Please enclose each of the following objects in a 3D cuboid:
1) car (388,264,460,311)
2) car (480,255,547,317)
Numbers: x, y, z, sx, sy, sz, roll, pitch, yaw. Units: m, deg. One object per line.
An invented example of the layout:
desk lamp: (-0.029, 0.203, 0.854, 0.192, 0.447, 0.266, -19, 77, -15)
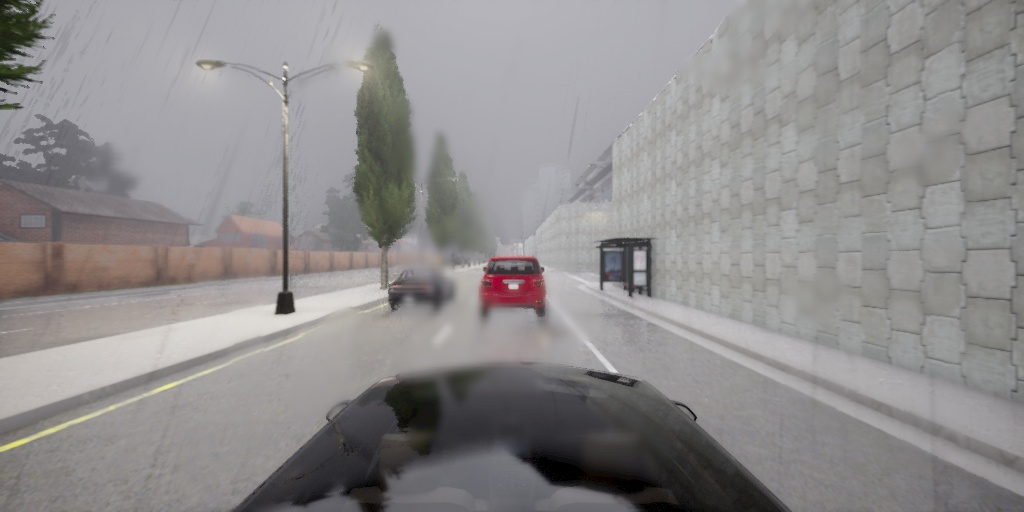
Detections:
car: (-3.431, 1.265, 14.446, 2.128, 1.511, 4.902, 0, 0, 0)
car: (0.064, 0.994, 13.346, 2.150, 2.045, 5.566, 0, 0, 0)
